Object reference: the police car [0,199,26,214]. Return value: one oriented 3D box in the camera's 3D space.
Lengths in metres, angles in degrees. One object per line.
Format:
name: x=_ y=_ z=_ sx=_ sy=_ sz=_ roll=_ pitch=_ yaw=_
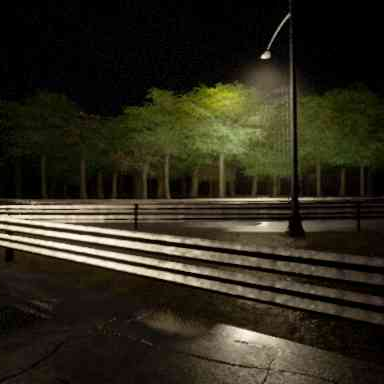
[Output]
police car: x=-14.158 y=1.198 z=23.156 sx=5.238 sy=1.638 sz=1.930 roll=0 pitch=0 yaw=14
